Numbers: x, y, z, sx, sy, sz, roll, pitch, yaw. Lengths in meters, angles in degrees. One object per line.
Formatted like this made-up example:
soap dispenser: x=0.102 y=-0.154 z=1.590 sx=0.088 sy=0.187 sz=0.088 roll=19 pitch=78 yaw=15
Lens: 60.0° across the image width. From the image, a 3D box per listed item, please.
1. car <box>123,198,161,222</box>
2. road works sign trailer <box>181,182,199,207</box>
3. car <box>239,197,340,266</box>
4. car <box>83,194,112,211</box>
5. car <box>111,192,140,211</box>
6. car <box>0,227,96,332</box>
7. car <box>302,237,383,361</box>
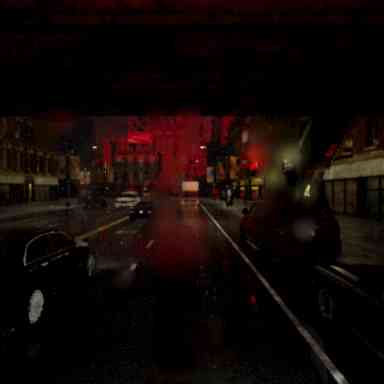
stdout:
car: x=-3.514 y=1.428 z=25.400 sx=2.033 sy=1.411 sz=5.357 roll=0 pitch=0 yaw=0
road works sign trailer: x=-0.270 y=0.248 z=46.530 sx=2.380 sy=3.560 sz=2.880 roll=0 pitch=0 yaw=0
car: x=3.064 y=1.176 z=11.504 sx=2.435 sy=2.045 sz=5.566 roll=0 pitch=0 yaw=-1
car: x=-10.790 y=1.327 z=37.466 sx=1.837 sy=1.490 sz=4.892 roll=0 pitch=0 yaw=0
car: x=-7.299 y=1.040 z=38.312 sx=2.150 sy=2.045 sz=5.566 roll=0 pitch=0 yaw=0
car: x=-3.427 y=1.474 z=6.774 sx=1.837 sy=1.490 sz=4.892 roll=0 pitch=1 yaw=0
car: x=3.165 y=1.576 z=4.111 sx=1.895 sy=1.301 sz=4.718 roll=0 pitch=0 yaw=-1
